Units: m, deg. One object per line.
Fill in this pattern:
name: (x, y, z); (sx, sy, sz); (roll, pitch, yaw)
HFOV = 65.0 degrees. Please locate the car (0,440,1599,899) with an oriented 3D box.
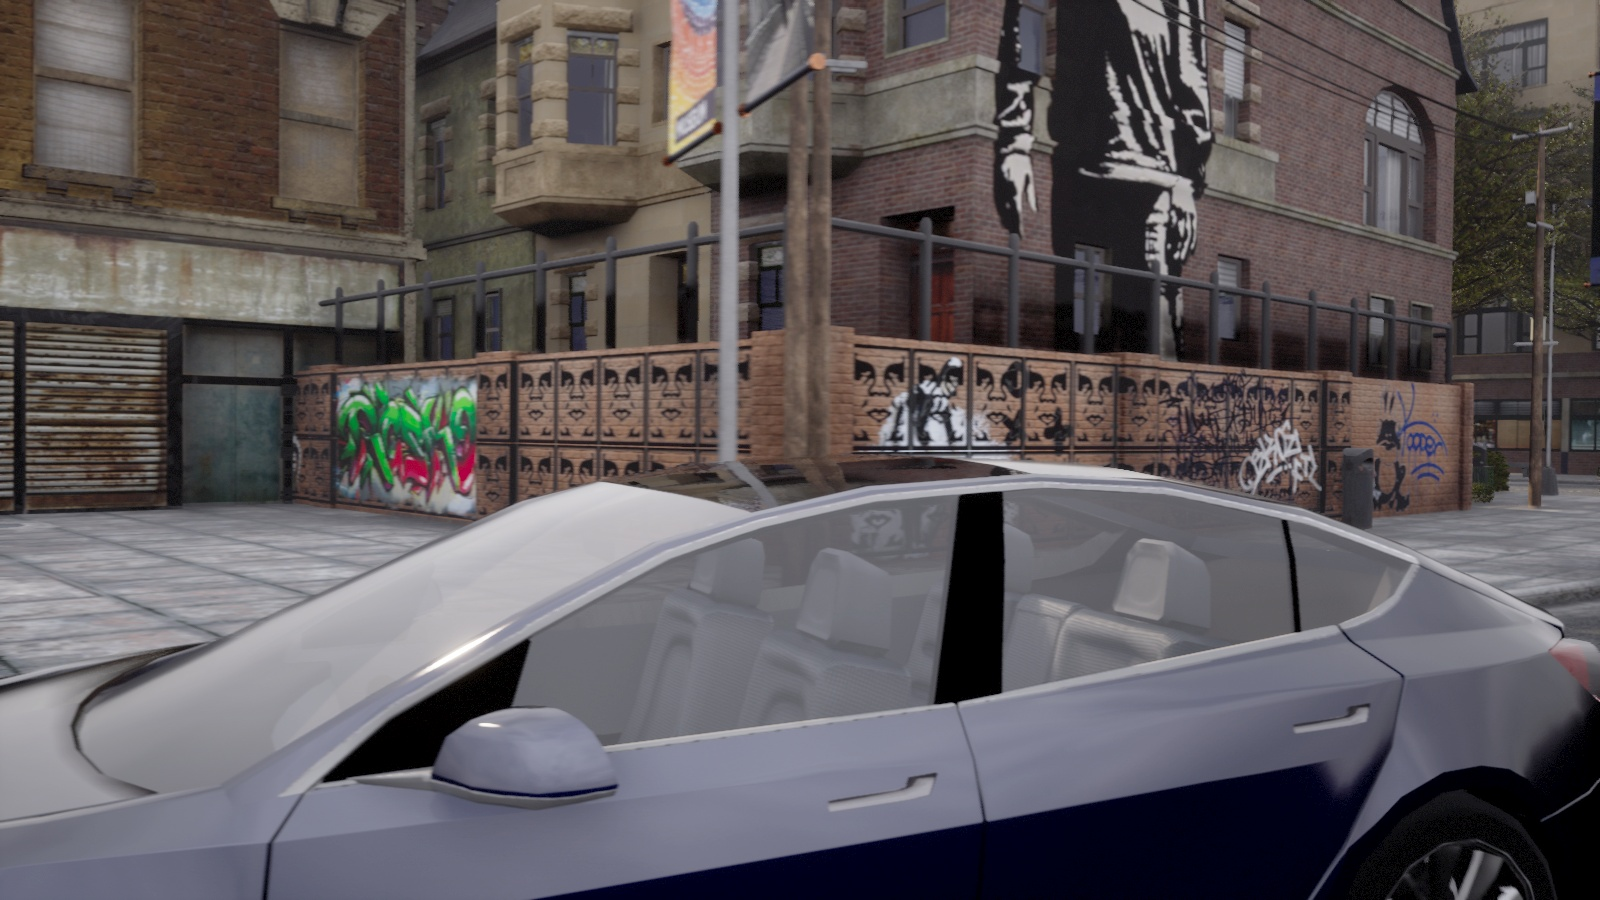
car: (-0.163, 0.752, 3.152); (4.792, 1.488, 2.163); (-1, 1, -23)
